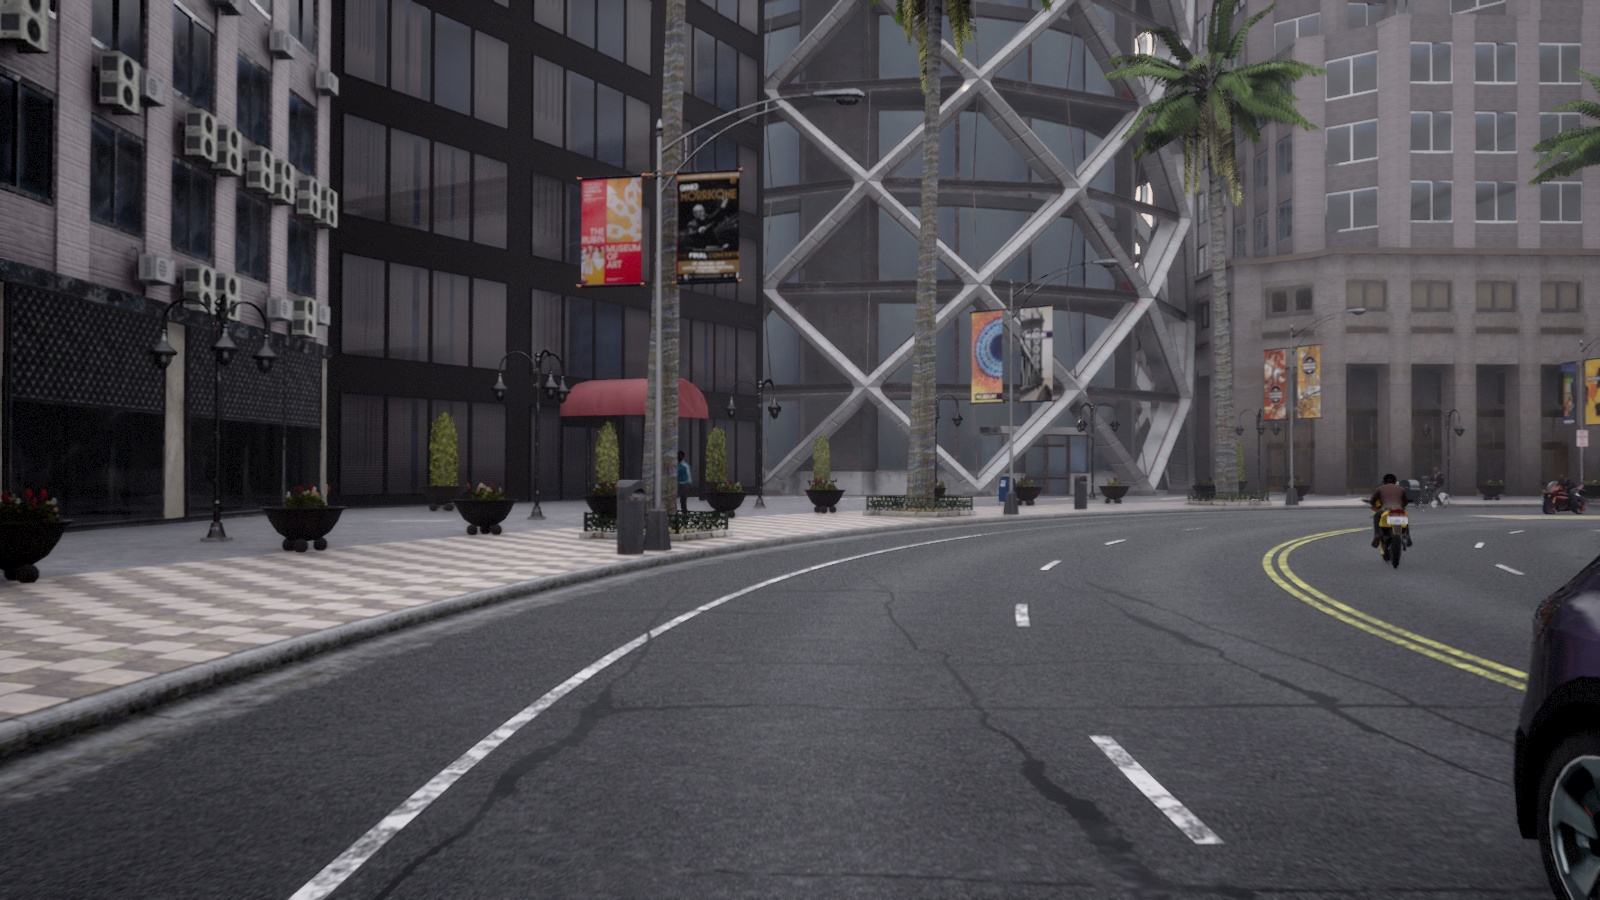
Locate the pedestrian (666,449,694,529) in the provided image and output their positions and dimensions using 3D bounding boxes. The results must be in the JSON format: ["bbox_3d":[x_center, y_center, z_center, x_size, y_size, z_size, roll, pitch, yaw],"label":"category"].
[{"bbox_3d":[-2.921,0.946,30.580,0.396,1.930,0.692,-1,-1,24],"label":"pedestrian"}]

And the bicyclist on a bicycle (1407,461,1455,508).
[{"bbox_3d":[24.089,1.315,47.922,1.843,1.776,0.659,0,-1,-27],"label":"bicyclist on a bicycle"}]

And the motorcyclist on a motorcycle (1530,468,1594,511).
[{"bbox_3d":[27.845,1.434,45.912,2.191,1.530,0.866,0,-1,-23],"label":"motorcyclist on a motorcycle"}]

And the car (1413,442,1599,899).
[{"bbox_3d":[3.502,0.770,2.651,2.033,1.649,4.856,0,-1,0],"label":"car"}]

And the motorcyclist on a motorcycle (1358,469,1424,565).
[{"bbox_3d":[9.816,1.073,20.925,0.797,1.523,2.044,0,-1,20],"label":"motorcyclist on a motorcycle"}]
